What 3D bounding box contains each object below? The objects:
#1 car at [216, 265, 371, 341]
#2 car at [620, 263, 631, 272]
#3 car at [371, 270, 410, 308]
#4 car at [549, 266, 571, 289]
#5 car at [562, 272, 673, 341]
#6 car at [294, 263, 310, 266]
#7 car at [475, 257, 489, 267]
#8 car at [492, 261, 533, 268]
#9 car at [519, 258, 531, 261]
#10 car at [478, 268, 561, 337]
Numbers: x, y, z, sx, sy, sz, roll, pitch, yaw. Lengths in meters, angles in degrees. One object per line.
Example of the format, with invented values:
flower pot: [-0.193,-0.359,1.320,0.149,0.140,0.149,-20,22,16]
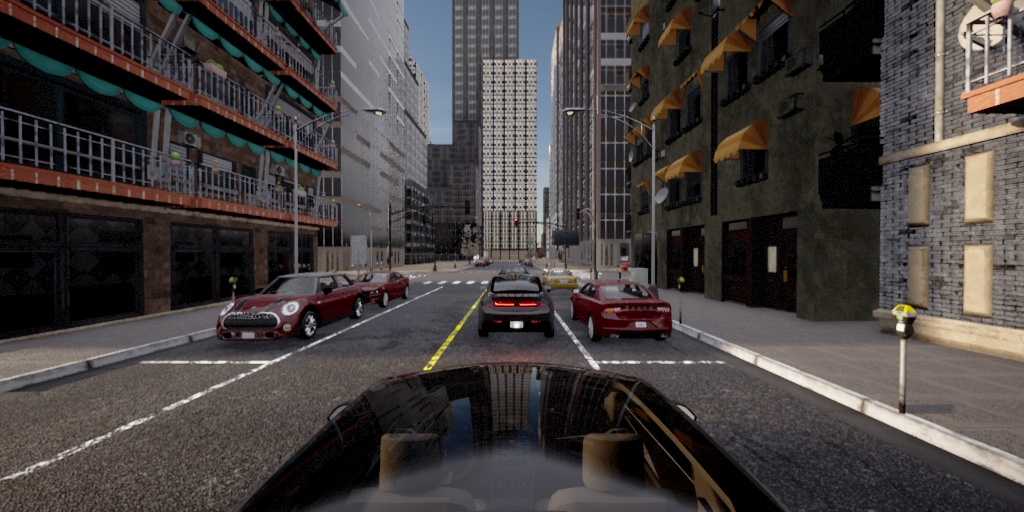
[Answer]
car: [-5.686,1.188,9.722,1.967,1.591,4.097,0,0,0]
car: [14.291,1.005,39.882,4.507,1.381,1.888,0,0,0]
car: [-5.682,1.293,15.246,1.888,1.381,4.507,0,0,0]
car: [2.704,1.272,20.919,1.751,1.417,4.829,0,0,0]
car: [2.696,1.294,9.702,1.888,1.381,4.507,0,0,0]
car: [-23.806,1.493,39.590,4.097,1.591,1.967,0,0,0]
car: [-5.644,1.290,64.282,1.888,1.381,4.507,0,0,0]
car: [0.113,1.239,20.386,2.128,1.511,4.902,0,0,0]
car: [2.736,1.185,64.275,1.967,1.591,4.097,0,0,0]
car: [0.106,1.253,10.253,1.837,1.490,4.892,0,0,0]
